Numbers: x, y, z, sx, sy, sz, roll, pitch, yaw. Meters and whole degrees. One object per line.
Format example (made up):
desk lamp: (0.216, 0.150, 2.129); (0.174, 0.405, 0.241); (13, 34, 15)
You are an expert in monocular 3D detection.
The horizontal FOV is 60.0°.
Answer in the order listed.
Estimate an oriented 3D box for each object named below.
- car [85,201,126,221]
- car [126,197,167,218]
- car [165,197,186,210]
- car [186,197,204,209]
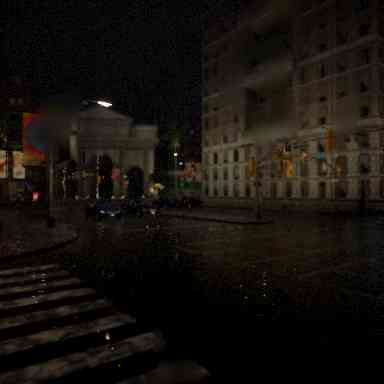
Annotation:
car: (-7.388, 1.479, 27.275); (1.812, 1.442, 4.674); (0, 0, -35)
car: (-4.597, 1.429, 29.391); (2.128, 1.511, 4.902); (0, 0, -35)
car: (-3.209, 1.376, 41.636); (1.882, 1.535, 5.008); (0, 0, -35)
car: (-0.392, 1.387, 43.708); (1.837, 1.490, 4.892); (0, 0, -35)
